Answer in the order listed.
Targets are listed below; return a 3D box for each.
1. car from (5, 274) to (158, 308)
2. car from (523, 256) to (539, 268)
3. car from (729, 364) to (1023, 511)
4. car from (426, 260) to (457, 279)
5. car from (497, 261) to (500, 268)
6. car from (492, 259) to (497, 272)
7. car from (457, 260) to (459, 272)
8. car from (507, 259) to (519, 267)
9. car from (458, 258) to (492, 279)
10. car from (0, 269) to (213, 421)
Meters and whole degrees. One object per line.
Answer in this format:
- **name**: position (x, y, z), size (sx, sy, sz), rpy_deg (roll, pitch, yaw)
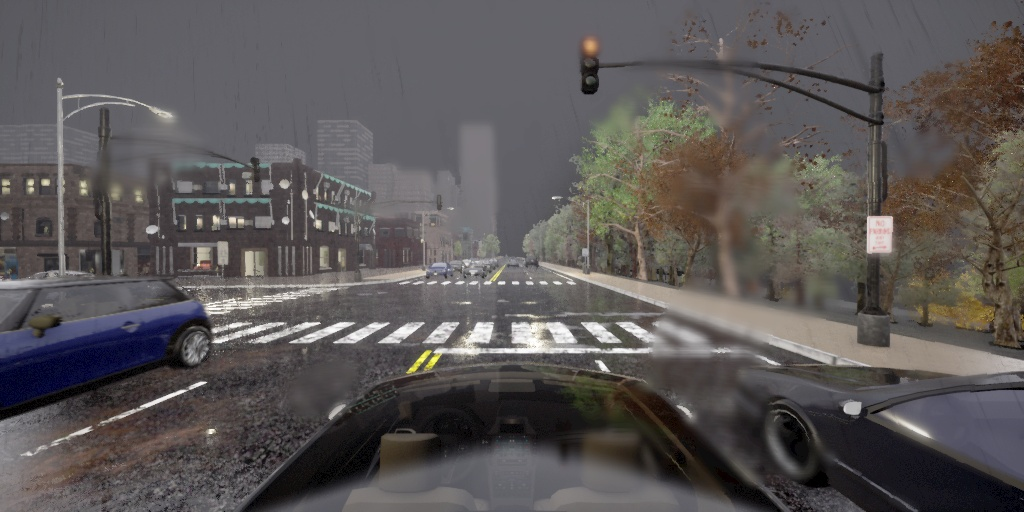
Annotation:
- **car**: position (-19.524, 1.568, 16.429), size (4.718, 1.301, 1.895), rpy_deg (-1, 1, 0)
- **car**: position (3.435, 0.948, 62.736), size (2.150, 2.045, 5.566), rpy_deg (0, 0, 0)
- **car**: position (3.350, 1.297, 1.544), size (2.033, 1.411, 5.357), rpy_deg (0, 0, 0)
- **car**: position (-6.552, 1.266, 33.022), size (1.812, 1.442, 4.674), rpy_deg (0, 0, 0)
- **car**: position (-3.270, 1.224, 51.817), size (2.128, 1.511, 4.902), rpy_deg (0, 0, 0)
- **car**: position (-3.285, 1.228, 42.414), size (2.128, 1.511, 4.902), rpy_deg (0, 0, 0)
- **car**: position (-6.537, 1.241, 42.282), size (1.837, 1.490, 4.892), rpy_deg (0, 0, 0)
- **car**: position (0.189, 1.290, 63.969), size (1.994, 1.385, 4.181), rpy_deg (0, 0, 0)
- **car**: position (-3.300, 1.232, 33.009), size (2.128, 1.511, 4.902), rpy_deg (0, 0, 0)
- **car**: position (-6.581, 1.101, 4.707), size (2.097, 1.767, 4.553), rpy_deg (0, 0, -1)
